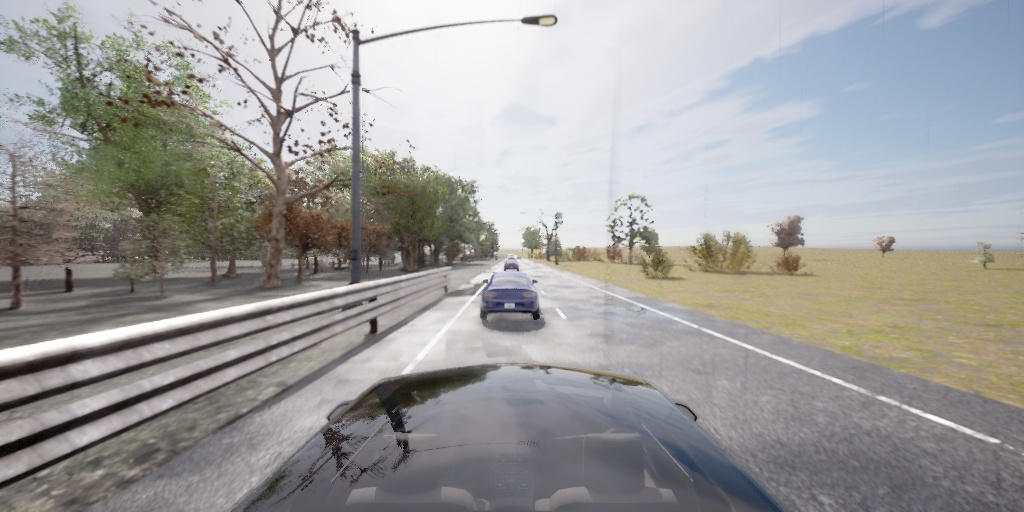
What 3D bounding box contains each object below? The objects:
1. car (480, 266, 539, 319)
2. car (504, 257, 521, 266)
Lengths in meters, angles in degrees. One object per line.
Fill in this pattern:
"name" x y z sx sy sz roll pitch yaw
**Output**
"car" -0.068 1.263 12.629 1.812 1.442 4.674 0 0 0
"car" -0.077 1.205 45.953 1.812 1.442 4.674 0 0 0
